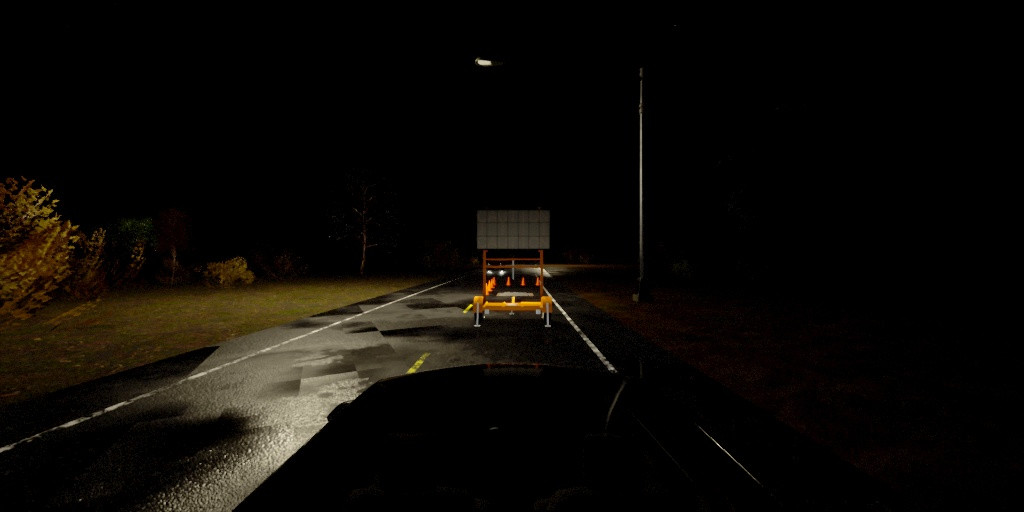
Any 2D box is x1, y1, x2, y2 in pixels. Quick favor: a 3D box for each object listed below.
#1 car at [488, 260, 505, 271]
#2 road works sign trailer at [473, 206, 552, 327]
[{"bbox_3d":[-2.129,1.103,49.571,2.097,1.767,4.553,0,0,3],"label":"car"},{"bbox_3d":[0.040,0.216,11.545,2.380,3.560,2.880,0,0,1],"label":"road works sign trailer"}]
